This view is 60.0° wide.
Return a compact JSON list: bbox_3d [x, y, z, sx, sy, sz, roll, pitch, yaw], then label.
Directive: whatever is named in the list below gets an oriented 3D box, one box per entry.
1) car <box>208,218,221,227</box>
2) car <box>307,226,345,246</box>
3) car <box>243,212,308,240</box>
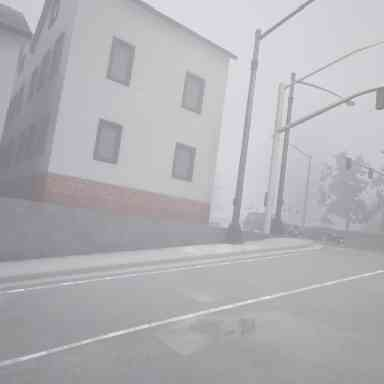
[{"bbox_3d":[0.996,3.300,37.928,2.033,1.411,5.357,12,-7,-35],"label":"car"},{"bbox_3d":[11.168,3.834,29.894,1.837,1.490,4.892,11,-7,-35],"label":"car"},{"bbox_3d":[6.999,2.954,29.618,2.150,2.045,5.566,12,-7,-35],"label":"car"}]
